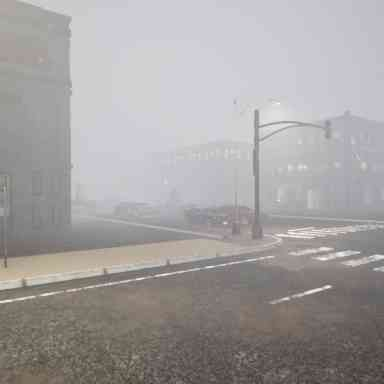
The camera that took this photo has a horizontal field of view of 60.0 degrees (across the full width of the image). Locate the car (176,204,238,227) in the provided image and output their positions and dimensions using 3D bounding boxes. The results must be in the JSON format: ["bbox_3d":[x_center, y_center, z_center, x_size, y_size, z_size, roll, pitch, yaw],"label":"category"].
[{"bbox_3d":[1.035,1.814,24.850,1.947,1.339,4.313,-2,0,-36],"label":"car"}]

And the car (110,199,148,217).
[{"bbox_3d":[-6.933,1.846,36.214,1.967,1.590,4.097,-1,0,-36],"label":"car"}]

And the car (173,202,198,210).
[{"bbox_3d":[-0.110,1.904,41.086,1.802,1.307,4.206,-2,0,-36],"label":"car"}]

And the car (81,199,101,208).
[{"bbox_3d":[-19.223,2.159,63.414,2.128,1.511,4.902,-1,0,-36],"label":"car"}]

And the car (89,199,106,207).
[{"bbox_3d":[-19.408,2.228,68.114,1.887,1.381,4.507,-1,0,-36],"label":"car"}]

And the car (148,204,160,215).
[{"bbox_3d":[-6.010,1.928,39.412,1.812,1.442,4.674,-1,0,-36],"label":"car"}]

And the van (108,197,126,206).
[{"bbox_3d":[-12.981,1.907,59.104,1.690,1.788,3.998,-1,0,-36],"label":"van"}]

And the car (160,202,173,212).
[{"bbox_3d":[-3.326,1.966,45.590,1.802,1.307,4.206,-2,0,-36],"label":"car"}]

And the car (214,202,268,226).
[{"bbox_3d":[3.636,1.691,25.889,1.882,1.535,5.008,-1,0,-36],"label":"car"}]

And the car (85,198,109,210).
[{"bbox_3d":[-15.596,2.078,52.976,2.128,1.511,4.902,-1,0,-35],"label":"car"}]
